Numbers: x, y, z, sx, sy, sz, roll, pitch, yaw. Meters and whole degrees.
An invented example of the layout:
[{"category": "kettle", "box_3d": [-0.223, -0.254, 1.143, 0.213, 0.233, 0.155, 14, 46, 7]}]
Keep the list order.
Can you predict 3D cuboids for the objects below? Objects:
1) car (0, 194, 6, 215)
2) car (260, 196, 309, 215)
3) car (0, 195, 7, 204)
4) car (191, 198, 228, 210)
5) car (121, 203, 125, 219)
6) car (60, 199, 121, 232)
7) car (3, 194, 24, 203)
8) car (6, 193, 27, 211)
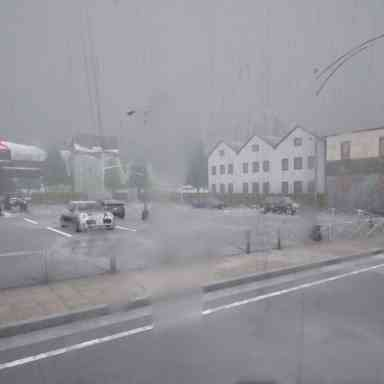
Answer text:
[{"category": "car", "box_3d": [-18.207, 1.113, 29.640, 1.932, 1.855, 4.605, 0, 0, -36]}, {"category": "car", "box_3d": [8.475, 1.176, 30.615, 2.097, 1.767, 4.553, 0, 0, -35]}, {"category": "car", "box_3d": [-39.486, 1.495, 65.901, 4.611, 1.667, 2.242, 0, 0, -36]}, {"category": "car", "box_3d": [1.968, 1.371, 39.750, 2.033, 1.411, 5.357, 0, 0, -35]}, {"category": "car", "box_3d": [-6.733, 1.313, 25.548, 2.007, 1.523, 4.514, 0, 0, -36]}, {"category": "car", "box_3d": [-5.603, 1.248, 17.685, 1.970, 1.475, 3.806, 0, 0, -36]}, {"category": "car", "box_3d": [-39.260, 1.328, 73.030, 3.866, 1.878, 1.905, 0, 0, -36]}, {"category": "car", "box_3d": [-20.120, 1.092, 37.950, 1.905, 1.878, 3.866, 0, 0, -36]}]
